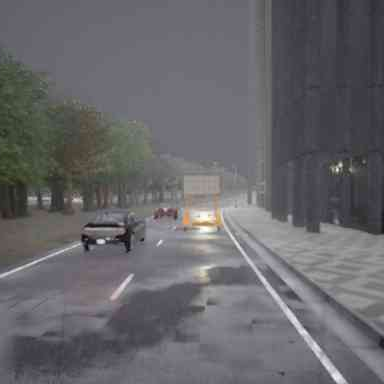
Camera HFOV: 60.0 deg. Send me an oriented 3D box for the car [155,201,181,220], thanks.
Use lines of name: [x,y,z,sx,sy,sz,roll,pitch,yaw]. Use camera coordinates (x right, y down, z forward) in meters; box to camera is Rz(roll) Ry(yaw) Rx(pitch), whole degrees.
car: [-2.242,1.659,32.118,2.097,1.767,4.553,0,-1,4]

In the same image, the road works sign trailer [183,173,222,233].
road works sign trailer: [0.599,0.622,20.867,2.380,3.560,2.880,0,-1,-3]

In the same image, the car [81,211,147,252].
car: [-3.128,1.562,14.156,2.128,1.511,4.902,0,-1,2]
